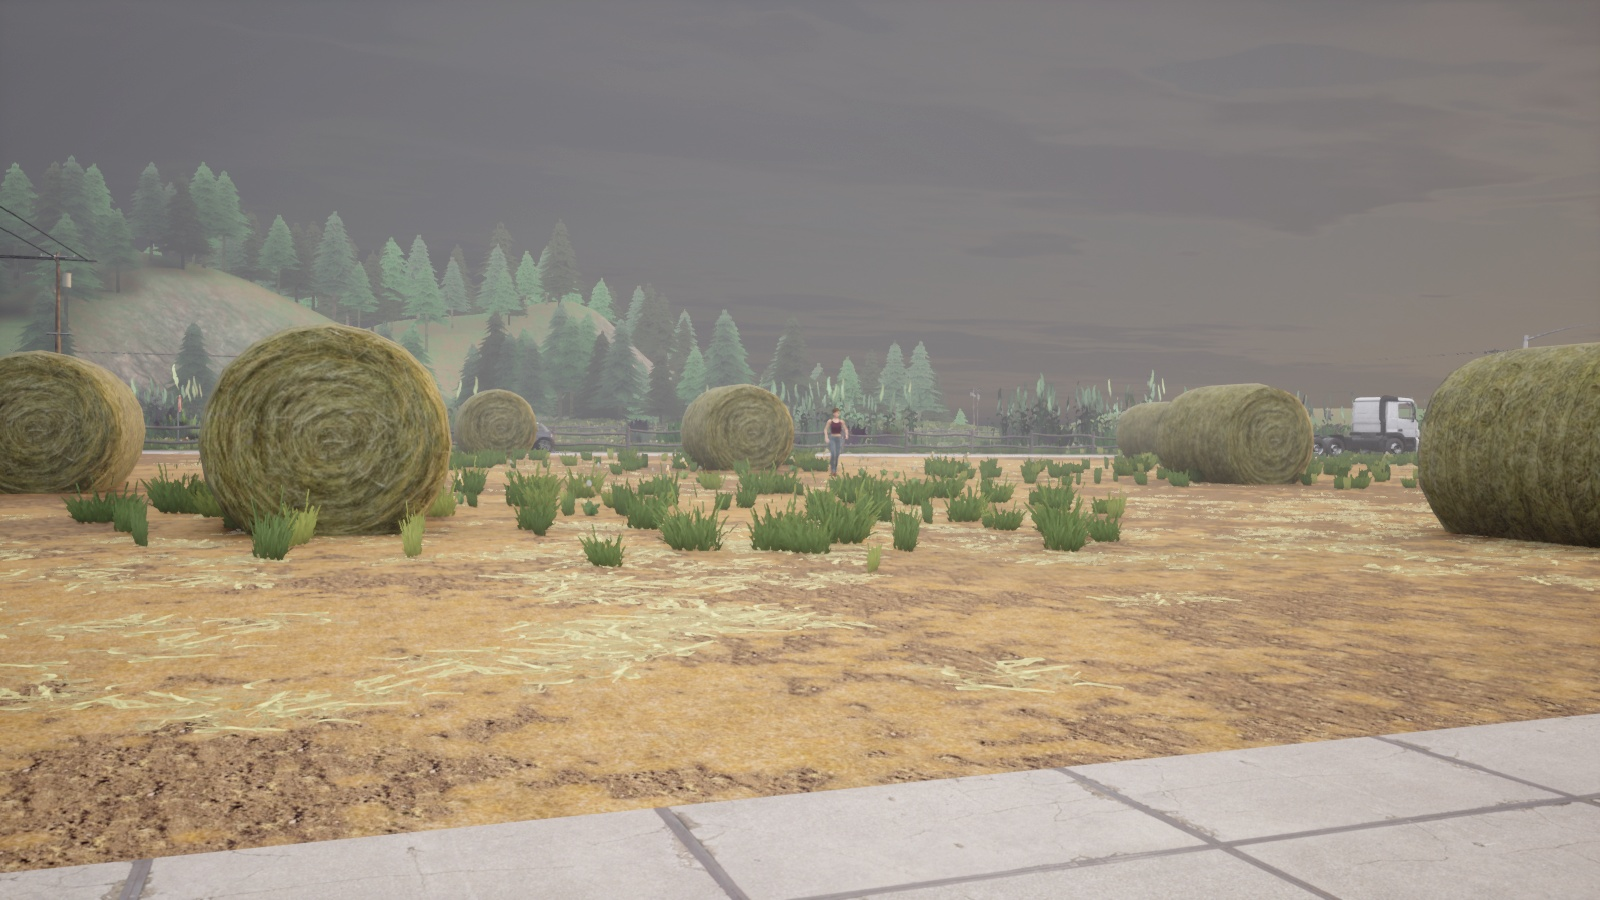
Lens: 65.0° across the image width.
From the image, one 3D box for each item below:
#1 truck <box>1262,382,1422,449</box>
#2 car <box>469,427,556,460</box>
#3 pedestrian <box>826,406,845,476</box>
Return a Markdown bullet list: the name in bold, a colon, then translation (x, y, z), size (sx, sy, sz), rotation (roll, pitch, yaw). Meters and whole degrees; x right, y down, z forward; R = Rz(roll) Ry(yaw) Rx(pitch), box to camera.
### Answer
- **truck**: translation (29.342, -1.891, 68.006), size (7.936, 3.462, 2.891), rotation (-1, 1, -17)
- **car**: translation (-13.452, -0.323, 58.626), size (3.806, 1.475, 1.970), rotation (-1, 1, -17)
- **pedestrian**: translation (0.933, -0.242, 33.078), size (0.345, 1.836, 0.594), rotation (-1, 1, -11)
